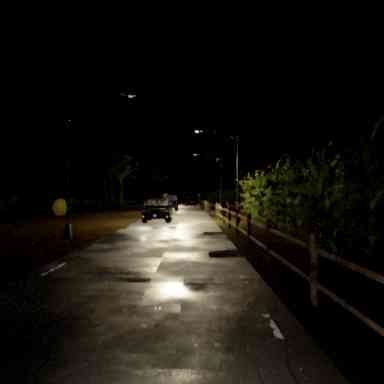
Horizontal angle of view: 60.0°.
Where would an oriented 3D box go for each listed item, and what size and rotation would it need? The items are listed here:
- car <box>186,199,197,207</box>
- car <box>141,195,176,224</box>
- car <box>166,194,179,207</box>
[{"bbox_3d":[-0.075,2.166,68.165,2.097,1.767,4.553,0,-1,0],"label":"car"},{"bbox_3d":[-2.788,1.463,27.729,2.150,2.045,5.566,0,-1,0],"label":"car"},{"bbox_3d":[-2.794,1.282,41.201,2.150,2.045,5.566,0,-1,0],"label":"car"}]
